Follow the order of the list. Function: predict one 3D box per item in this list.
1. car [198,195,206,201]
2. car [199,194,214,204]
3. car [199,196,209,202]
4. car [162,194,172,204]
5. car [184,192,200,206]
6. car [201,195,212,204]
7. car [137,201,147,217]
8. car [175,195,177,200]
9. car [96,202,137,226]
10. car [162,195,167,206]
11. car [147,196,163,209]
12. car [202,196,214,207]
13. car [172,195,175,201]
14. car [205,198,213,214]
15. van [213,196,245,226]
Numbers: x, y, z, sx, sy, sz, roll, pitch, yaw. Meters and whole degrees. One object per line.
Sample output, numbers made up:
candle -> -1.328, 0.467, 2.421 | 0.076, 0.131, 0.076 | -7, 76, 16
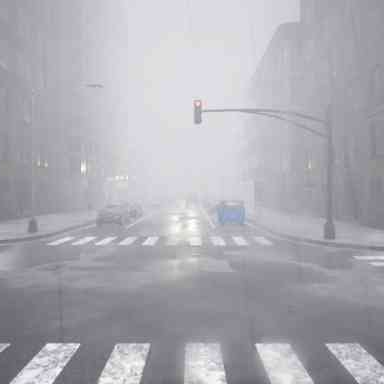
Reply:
car -> 2.658, 1.530, 85.640 | 1.947, 1.339, 4.313 | 0, 0, 0
car -> 2.650, 1.305, 51.553 | 2.192, 1.841, 5.009 | 0, 0, 0
car -> 2.655, 1.524, 74.278 | 2.008, 1.369, 4.403 | 0, 0, 0
car -> -5.373, 1.547, 62.912 | 1.947, 1.339, 4.313 | 0, 0, 0
car -> 0.117, 1.208, 56.463 | 2.150, 2.045, 5.566 | 0, 0, 0
car -> 2.652, 1.422, 62.915 | 1.967, 1.590, 4.097 | 0, 0, 0
car -> -5.381, 1.543, 28.821 | 1.887, 1.381, 4.507 | 0, 0, 0
car -> -5.369, 1.409, 79.958 | 1.967, 1.590, 4.097 | 0, 0, 0
car -> -5.383, 1.549, 23.139 | 2.008, 1.369, 4.403 | 0, 0, 0
car -> -5.375, 1.556, 51.549 | 1.947, 1.339, 4.313 | 0, 0, 0
car -> -5.377, 1.519, 45.697 | 1.752, 1.417, 4.829 | 0, 0, 0
car -> 2.648, 1.576, 45.871 | 1.802, 1.307, 4.206 | 0, 0, 0
car -> -5.371, 1.292, 68.594 | 2.192, 1.841, 5.009 | 0, 0, 0
car -> 2.645, 1.580, 34.508 | 1.802, 1.307, 4.206 | 0, 0, 0
van -> 2.642, 1.340, 23.146 | 1.690, 1.788, 3.998 | 0, 0, 0
